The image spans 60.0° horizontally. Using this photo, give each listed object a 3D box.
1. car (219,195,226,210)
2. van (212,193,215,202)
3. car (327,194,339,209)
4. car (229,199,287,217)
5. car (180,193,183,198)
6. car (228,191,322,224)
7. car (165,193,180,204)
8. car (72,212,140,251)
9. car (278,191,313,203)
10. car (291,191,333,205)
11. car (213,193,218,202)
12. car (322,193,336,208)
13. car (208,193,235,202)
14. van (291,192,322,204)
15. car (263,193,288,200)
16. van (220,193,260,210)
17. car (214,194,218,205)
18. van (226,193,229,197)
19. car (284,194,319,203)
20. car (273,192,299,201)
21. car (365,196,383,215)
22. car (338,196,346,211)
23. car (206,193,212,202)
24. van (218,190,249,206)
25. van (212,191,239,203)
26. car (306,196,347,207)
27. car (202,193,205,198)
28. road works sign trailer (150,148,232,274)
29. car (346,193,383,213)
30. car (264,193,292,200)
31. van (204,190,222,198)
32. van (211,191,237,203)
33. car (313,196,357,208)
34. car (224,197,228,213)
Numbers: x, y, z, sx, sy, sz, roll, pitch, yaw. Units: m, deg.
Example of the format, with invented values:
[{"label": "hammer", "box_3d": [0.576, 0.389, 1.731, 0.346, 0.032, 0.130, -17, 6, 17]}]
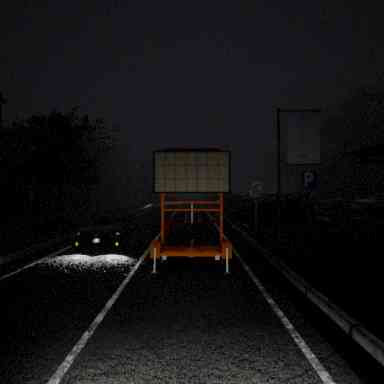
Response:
[{"label": "car", "box_3d": [5.635, 1.335, 34.485, 5.008, 1.535, 2.097, 0, 0, 0]}, {"label": "van", "box_3d": [5.695, 0.972, 51.312, 4.442, 1.987, 1.878, 0, 1, 0]}, {"label": "car", "box_3d": [18.701, 1.316, 38.069, 5.008, 1.535, 2.097, 0, 0, 0]}, {"label": "car", "box_3d": [5.664, 1.404, 28.878, 4.674, 1.452, 2.002, 0, 0, 0]}, {"label": "car", "box_3d": [-3.457, 0.459, 89.375, 2.150, 2.045, 5.566, 0, 0, 0]}, {"label": "car", "box_3d": [5.653, 1.140, 23.270, 5.566, 2.045, 2.435, 0, 0, 0]}, {"label": "car", "box_3d": [-3.467, 1.251, 55.002, 1.895, 1.301, 4.718, 0, 1, 0]}, {"label": "car", "box_3d": [-3.382, 1.518, 13.774, 1.994, 1.385, 4.181, 0, 0, 0]}, {"label": "car", "box_3d": [18.654, 0.833, 60.276, 5.566, 2.045, 2.435, 0, 1, 0]}, {"label": "car", "box_3d": [18.684, 0.940, 51.949, 5.566, 2.045, 2.435, 0, 1, 0]}, {"label": "car", "box_3d": [5.596, 1.297, 45.704, 4.674, 1.452, 2.002, 0, 1, 0]}, {"label": "car", "box_3d": [18.881, 1.294, 40.847, 5.366, 1.575, 1.946, 0, 0, 0]}, {"label": "car", "box_3d": [5.531, 1.055, 62.526, 4.892, 1.521, 2.231, 0, 1, 0]}, {"label": "van", "box_3d": [18.762, 0.930, 54.726, 4.442, 1.987, 1.878, 0, 1, 0]}, {"label": "car", "box_3d": [18.580, 0.907, 74.157, 4.892, 1.521, 2.231, 0, 1, 0]}, {"label": "van", "box_3d": [5.736, 1.075, 40.092, 4.442, 1.987, 1.878, 0, 0, 0]}, {"label": "car", "box_3d": [5.639, 1.312, 42.897, 4.792, 1.488, 2.163, 0, 0, 0]}, {"label": "van", "box_3d": [5.767, 1.124, 31.681, 4.442, 1.987, 1.878, 0, 0, 0]}, {"label": "car", "box_3d": [18.821, 1.117, 57.504, 5.366, 1.575, 1.946, 0, 1, 0]}, {"label": "car", "box_3d": [18.636, 0.887, 65.829, 4.553, 1.767, 2.185, 0, 1, 0]}, {"label": "car", "box_3d": [18.743, 1.360, 29.741, 5.008, 1.535, 2.097, 0, 0, 0]}, {"label": "car", "box_3d": [18.711, 1.334, 35.291, 4.892, 1.521, 2.231, 0, 0, 0]}, {"label": "car", "box_3d": [5.540, 0.911, 54.112, 5.566, 2.045, 2.435, 0, 1, 0]}, {"label": "van", "box_3d": [5.513, 1.094, 37.290, 4.442, 1.987, 1.878, 0, 0, 0]}, {"label": "van", "box_3d": [5.674, 0.900, 56.917, 4.442, 1.987, 1.878, 0, 1, 0]}, {"label": "car", "box_3d": [18.705, 1.280, 46.401, 4.792, 1.488, 2.163, 0, 1, 0]}, {"label": "car", "box_3d": [5.477, 0.694, 70.931, 5.566, 2.045, 2.435, 0, 1, 0]}, {"label": "road works sign trailer", "box_3d": [0.002, 0.435, 10.495, 2.380, 3.560, 2.880, 0, 0, 2]}, {"label": "car", "box_3d": [18.699, 1.095, 32.515, 5.566, 2.045, 2.435, 0, 0, 0]}, {"label": "car", "box_3d": [18.399, 0.938, 71.380, 5.366, 1.575, 1.946, 0, 1, 0]}, {"label": "van", "box_3d": [5.338, 0.540, 84.946, 4.442, 1.987, 1.878, 0, 1, 0]}, {"label": "van", "box_3d": [5.664, 0.864, 59.720, 4.442, 1.987, 1.878, 0, 1, 0]}, {"label": "car", "box_3d": [18.657, 1.308, 43.618, 4.792, 1.488, 2.163, 0, 1, 0]}, {"label": "car", "box_3d": [5.486, 1.375, 26.074, 5.366, 1.575, 1.946, 0, 0, 0]}]
